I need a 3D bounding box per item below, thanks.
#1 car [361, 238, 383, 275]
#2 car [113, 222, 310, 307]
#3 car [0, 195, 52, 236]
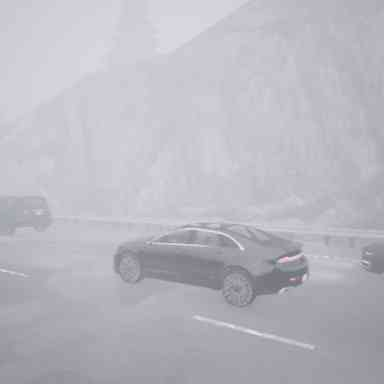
[{"bbox_3d":[6.656,1.482,7.737,4.892,1.490,1.837,0,0,36],"label":"car"},{"bbox_3d":[0.220,1.478,7.931,4.902,1.511,2.128,0,0,34],"label":"car"},{"bbox_3d":[-10.255,1.205,18.566,5.566,2.045,2.150,0,0,30],"label":"car"}]
